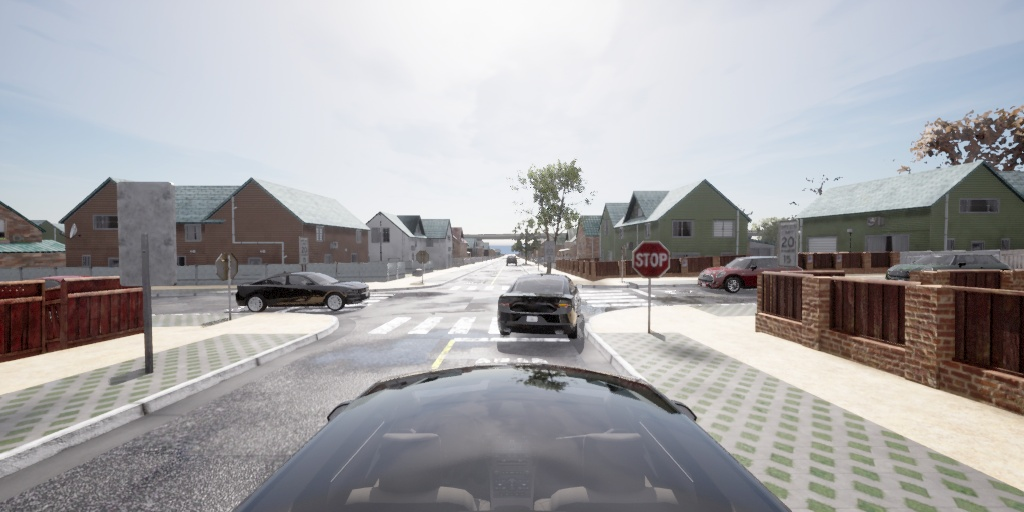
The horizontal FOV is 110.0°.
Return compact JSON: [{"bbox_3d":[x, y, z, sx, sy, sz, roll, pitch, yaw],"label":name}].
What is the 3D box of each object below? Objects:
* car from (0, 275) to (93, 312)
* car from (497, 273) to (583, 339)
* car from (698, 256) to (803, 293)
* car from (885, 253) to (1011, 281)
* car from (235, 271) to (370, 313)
[{"bbox_3d":[-18.032,1.546,14.689,5.008,1.535,1.882,-1,2,0],"label":"car"},{"bbox_3d":[0.951,1.224,10.241,1.882,1.535,5.008,0,0,12],"label":"car"},{"bbox_3d":[11.794,0.820,17.859,4.553,1.767,2.097,-1,2,0],"label":"car"},{"bbox_3d":[21.688,0.646,17.938,4.553,1.767,2.097,-1,2,0],"label":"car"},{"bbox_3d":[-8.479,1.376,14.760,5.008,1.535,1.882,-1,2,0],"label":"car"}]
